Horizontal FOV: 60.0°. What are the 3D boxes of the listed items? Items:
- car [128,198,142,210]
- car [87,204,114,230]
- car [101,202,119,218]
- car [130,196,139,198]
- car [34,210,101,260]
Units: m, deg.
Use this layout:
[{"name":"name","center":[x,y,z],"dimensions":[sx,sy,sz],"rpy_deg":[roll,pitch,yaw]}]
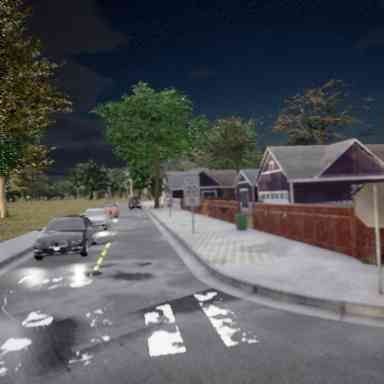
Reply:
[{"name":"car","center":[-9.080,2.153,53.354],"dimensions":[1.895,1.301,4.718],"rpy_deg":[-3,0,-10]},{"name":"car","center":[-6.855,1.893,23.676],"dimensions":[1.812,1.442,4.674],"rpy_deg":[-3,0,-10]},{"name":"car","center":[-8.826,1.850,34.943],"dimensions":[2.097,1.767,4.553],"rpy_deg":[-3,0,-10]},{"name":"car","center":[-10.931,1.865,63.252],"dimensions":[2.150,2.045,5.566],"rpy_deg":[-3,0,-10]},{"name":"car","center":[-5.151,1.757,13.987],"dimensions":[1.837,1.490,4.892],"rpy_deg":[-3,0,-10]}]
